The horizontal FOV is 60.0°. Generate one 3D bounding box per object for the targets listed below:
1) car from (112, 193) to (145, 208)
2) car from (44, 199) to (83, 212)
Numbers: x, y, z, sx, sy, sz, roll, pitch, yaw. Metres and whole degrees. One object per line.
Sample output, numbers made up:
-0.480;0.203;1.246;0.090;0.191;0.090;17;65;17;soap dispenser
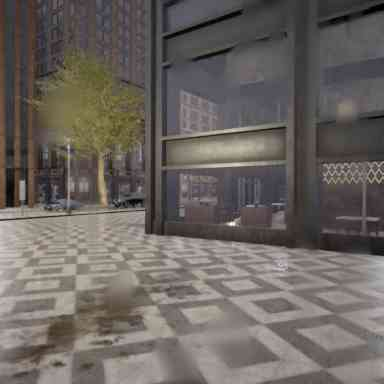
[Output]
-8.431;1.105;46.285;2.150;2.045;5.566;0;0;35;car
-14.511;1.471;37.791;1.994;1.385;4.181;0;0;35;car
